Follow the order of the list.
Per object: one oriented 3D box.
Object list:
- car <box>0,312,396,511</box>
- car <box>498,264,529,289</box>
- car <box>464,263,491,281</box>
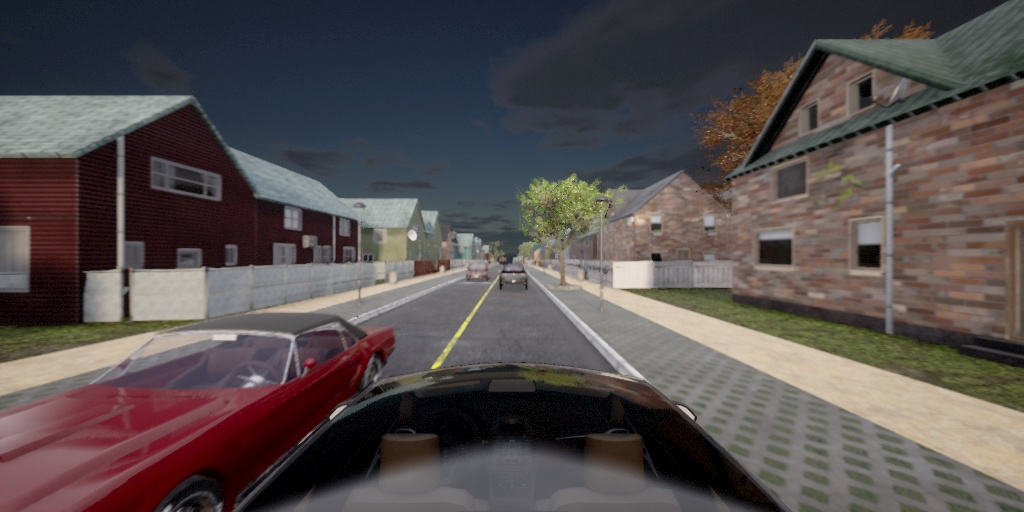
[{"bbox_3d":[-2.836,1.353,3.664,1.895,1.301,4.718,0,0,0],"label":"car"},{"bbox_3d":[0.097,1.293,23.567,2.128,1.511,4.902,0,0,0],"label":"car"},{"bbox_3d":[-2.855,1.359,30.958,1.812,1.442,4.674,0,0,0],"label":"car"}]
